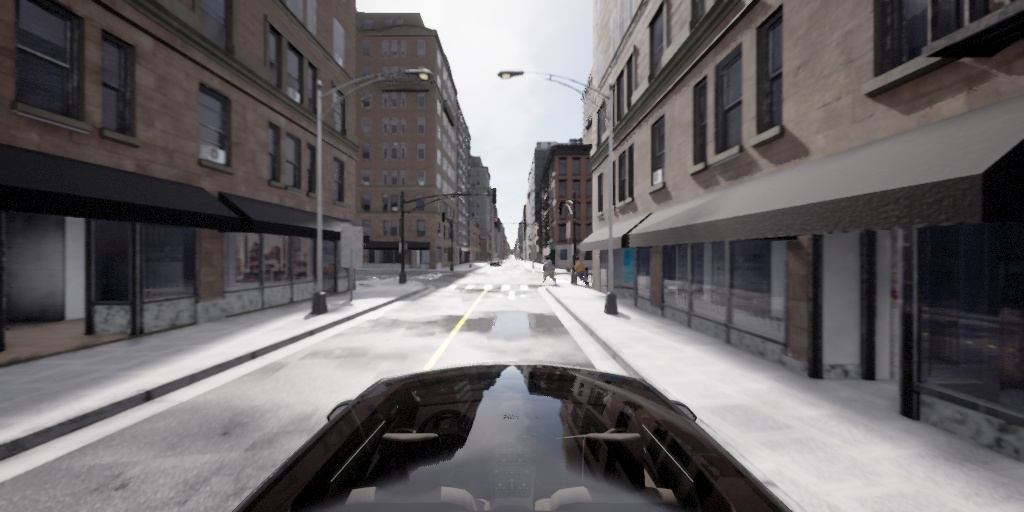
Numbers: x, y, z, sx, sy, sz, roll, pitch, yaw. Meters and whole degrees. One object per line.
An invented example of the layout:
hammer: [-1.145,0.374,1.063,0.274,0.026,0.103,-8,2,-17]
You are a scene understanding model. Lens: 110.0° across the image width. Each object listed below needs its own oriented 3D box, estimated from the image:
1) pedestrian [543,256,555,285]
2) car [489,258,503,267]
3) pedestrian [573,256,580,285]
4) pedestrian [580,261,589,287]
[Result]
pedestrian: [2.308,0.863,22.280,0.375,1.860,0.375,0,0,0]
car: [-3.020,1.153,64.756,1.837,1.490,4.892,0,0,1]
pedestrian: [4.075,0.866,21.680,0.375,1.860,0.375,0,0,0]
pedestrian: [4.370,0.881,21.029,0.375,1.860,0.375,0,0,0]
